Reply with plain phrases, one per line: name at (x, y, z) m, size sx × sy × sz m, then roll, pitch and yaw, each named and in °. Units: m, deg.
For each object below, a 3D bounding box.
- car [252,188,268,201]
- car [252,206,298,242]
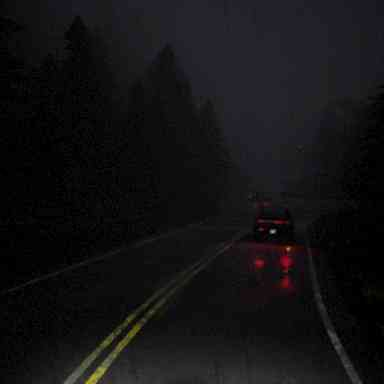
car at (8.955, 0.253, 43.898) m, size 1.812 × 1.442 × 4.674 m, roll -2°, pitch 5°, yaw 10°
car at (4.107, 1.463, 16.361) m, size 2.128 × 1.511 × 4.902 m, roll 2°, pitch 1°, yaw 17°
